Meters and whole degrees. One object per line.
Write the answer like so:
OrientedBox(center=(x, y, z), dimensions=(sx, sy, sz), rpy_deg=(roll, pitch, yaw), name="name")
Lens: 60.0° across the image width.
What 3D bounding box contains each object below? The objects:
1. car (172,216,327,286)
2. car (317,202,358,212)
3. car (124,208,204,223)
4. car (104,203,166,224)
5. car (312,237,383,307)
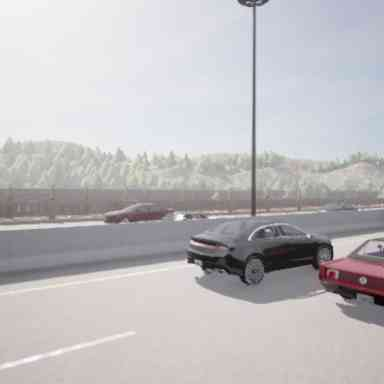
OrientedBox(center=(2.126, 1.531, 9.568), dimensions=(4.902, 1.511, 2.128), rpy_deg=(0, 0, -36), name="car")
OrientedBox(center=(13.599, 1.652, 31.066), dimensions=(4.902, 1.511, 2.128), rpy_deg=(0, 0, -37), name="car")
OrientedBox(center=(-0.665, 1.650, 16.421), dimensions=(4.718, 1.301, 1.895), rpy_deg=(0, 0, -36), name="car")
OrientedBox(center=(-3.539, 1.536, 22.971), dimensions=(5.008, 1.535, 1.882), rpy_deg=(0, 0, -36), name="car")
OrientedBox(center=(4.928, 1.646, 7.268), dimensions=(4.718, 1.301, 1.895), rpy_deg=(0, 0, -36), name="car")
